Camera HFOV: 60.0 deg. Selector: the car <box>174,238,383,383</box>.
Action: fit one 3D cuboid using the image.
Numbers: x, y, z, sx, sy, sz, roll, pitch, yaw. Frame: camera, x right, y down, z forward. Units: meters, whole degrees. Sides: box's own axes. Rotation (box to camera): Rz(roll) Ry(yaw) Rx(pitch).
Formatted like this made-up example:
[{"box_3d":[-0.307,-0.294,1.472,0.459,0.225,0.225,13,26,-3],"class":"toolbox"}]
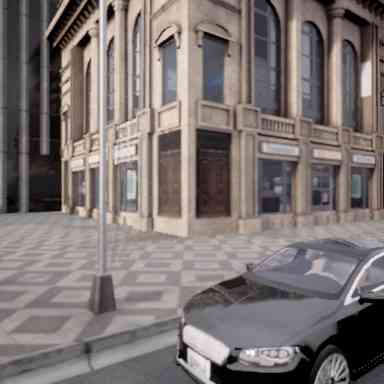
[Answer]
[{"box_3d":[2.050,1.494,4.863,4.902,1.511,2.128,0,0,-36],"class":"car"}]
